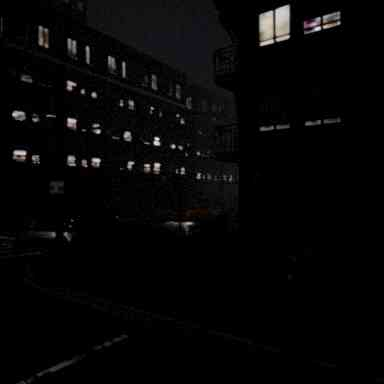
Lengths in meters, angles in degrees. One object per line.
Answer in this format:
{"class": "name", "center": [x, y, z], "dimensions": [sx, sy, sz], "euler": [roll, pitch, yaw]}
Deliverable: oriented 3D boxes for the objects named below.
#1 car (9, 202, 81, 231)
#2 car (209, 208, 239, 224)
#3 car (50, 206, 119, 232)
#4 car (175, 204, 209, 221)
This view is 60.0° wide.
{"class": "car", "center": [-9.912, 1.597, 23.182], "dimensions": [2.192, 1.841, 5.009], "euler": [-1, -2, 35]}
{"class": "car", "center": [3.478, 2.043, 27.759], "dimensions": [1.802, 1.307, 4.206], "euler": [-2, -2, 35]}
{"class": "car", "center": [-7.035, 1.860, 22.742], "dimensions": [1.994, 1.385, 4.181], "euler": [0, -1, 35]}
{"class": "car", "center": [0.267, 2.006, 33.186], "dimensions": [1.882, 1.535, 5.008], "euler": [0, -1, 35]}
